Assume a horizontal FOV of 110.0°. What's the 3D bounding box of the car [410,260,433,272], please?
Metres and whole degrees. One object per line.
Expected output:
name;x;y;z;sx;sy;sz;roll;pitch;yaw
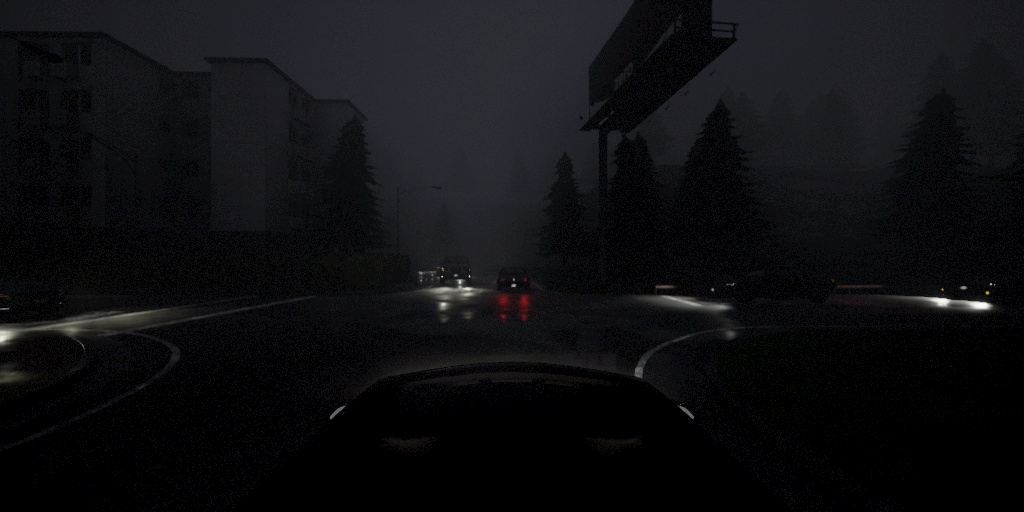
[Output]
car;-11.936;1.243;47.058;1.812;1.442;4.674;0;0;-35

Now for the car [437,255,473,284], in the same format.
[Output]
car;-4.173;0.953;26.807;2.150;2.045;5.566;0;0;-8

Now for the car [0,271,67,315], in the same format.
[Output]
car;-16.160;1.045;10.411;5.008;1.535;1.882;0;0;0

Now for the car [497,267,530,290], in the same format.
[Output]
car;0.014;1.337;22.144;1.895;1.301;4.718;0;0;-2

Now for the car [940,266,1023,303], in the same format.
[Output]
car;20.538;1.128;14.788;4.181;1.385;1.994;0;0;-2

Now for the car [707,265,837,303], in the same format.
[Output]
car;10.478;1.090;14.600;4.674;1.442;1.812;0;0;-1
